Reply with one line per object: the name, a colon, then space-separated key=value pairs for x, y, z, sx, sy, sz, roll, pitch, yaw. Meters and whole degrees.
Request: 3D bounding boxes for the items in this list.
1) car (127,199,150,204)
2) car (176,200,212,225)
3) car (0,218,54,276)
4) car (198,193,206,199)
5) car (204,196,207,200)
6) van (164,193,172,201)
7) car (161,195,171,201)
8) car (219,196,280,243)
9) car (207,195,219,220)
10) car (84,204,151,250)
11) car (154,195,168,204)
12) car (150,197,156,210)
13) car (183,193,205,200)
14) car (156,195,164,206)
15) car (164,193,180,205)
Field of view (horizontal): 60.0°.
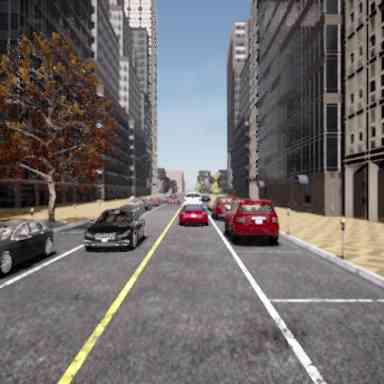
car: x=-5.677 y=1.453 z=32.860 sx=2.008 sy=1.369 sz=4.403 roll=0 pitch=0 yaw=0
car: x=0.108 y=1.495 z=23.388 sx=1.994 sy=1.385 sz=4.181 roll=0 pitch=0 yaw=0
car: x=-5.685 y=1.522 z=10.091 sx=2.008 sy=1.369 sz=4.403 roll=0 pitch=0 yaw=0
car: x=2.724 y=1.132 z=89.764 sx=1.967 sy=1.590 sz=4.097 roll=0 pitch=0 yaw=0
car: x=2.706 y=1.408 z=38.706 sx=1.752 sy=1.417 sz=4.829 roll=0 pitch=0 yaw=0
van: x=-5.660 y=1.078 z=78.397 sx=1.690 sy=1.788 sz=3.998 roll=0 pitch=0 yaw=0
car: x=-5.663 y=1.303 z=72.705 sx=1.887 sy=1.381 sz=4.507 roll=0 pitch=0 yaw=0
car: x=2.699 y=1.270 z=15.768 sx=2.192 sy=1.841 sz=5.009 roll=0 pitch=0 yaw=0
car: x=2.703 y=1.235 z=27.152 sx=2.192 sy=1.841 sz=5.009 roll=0 pitch=0 yaw=0
car: x=-3.096 y=1.464 z=14.220 sx=1.837 sy=1.490 sz=4.892 roll=0 pitch=0 yaw=0
car: x=-5.667 y=1.352 z=61.321 sx=2.008 sy=1.369 sz=4.403 roll=0 pitch=0 yaw=0
car: x=-5.675 y=1.449 z=38.552 sx=1.947 sy=1.339 sz=4.313 roll=0 pitch=0 yaw=0
car: x=0.113 y=1.098 z=40.883 sx=2.150 sy=2.045 sz=5.566 roll=0 pitch=0 yaw=0
car: x=-5.671 y=1.425 z=49.935 sx=1.802 sy=1.307 sz=4.206 roll=0 pitch=0 yaw=0
car: x=-3.046 y=1.174 z=55.570 sx=2.097 sy=1.767 sz=4.553 roll=0 pitch=0 yaw=0
